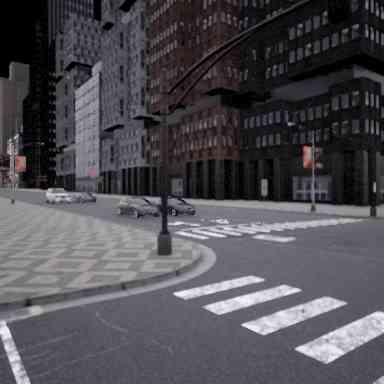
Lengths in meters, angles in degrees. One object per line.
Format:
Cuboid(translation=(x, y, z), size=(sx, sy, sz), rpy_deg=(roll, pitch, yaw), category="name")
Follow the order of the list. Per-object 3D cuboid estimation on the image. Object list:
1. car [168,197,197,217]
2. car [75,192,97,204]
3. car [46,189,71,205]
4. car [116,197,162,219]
Cuboid(translation=(-1.538, 1.168, 27.325), size=(1.837, 1.490, 4.892), rpy_deg=(0, 1, -36), category="car")
Cuboid(translation=(-14.511, 0.849, 45.265), size=(1.837, 1.490, 4.892), rpy_deg=(0, 1, -36), category="car")
Cuboid(translation=(-17.885, 0.559, 44.390), size=(2.150, 2.045, 5.566), rpy_deg=(0, 1, -36), category="car")
Cuboid(translation=(-4.179, 1.180, 25.431), size=(1.837, 1.490, 4.892), rpy_deg=(0, 1, -36), category="car")
